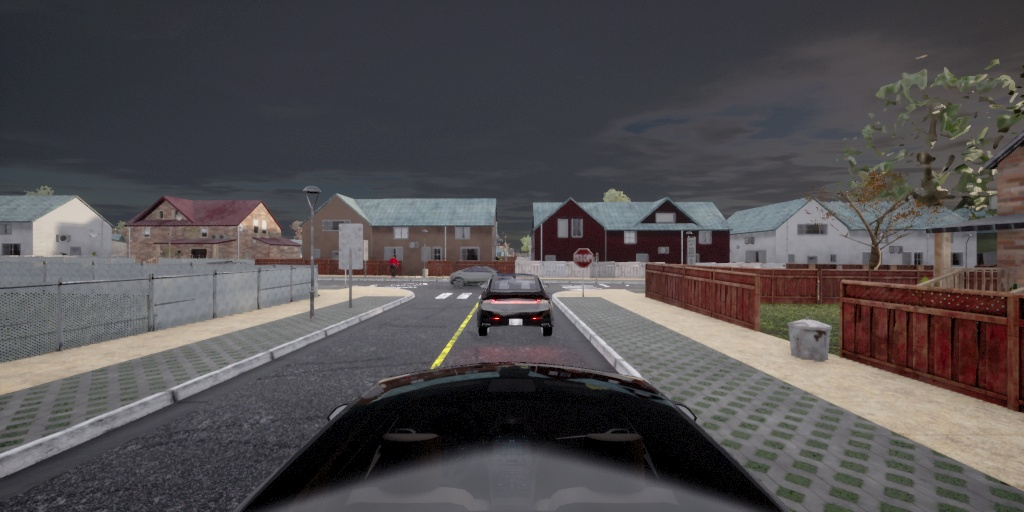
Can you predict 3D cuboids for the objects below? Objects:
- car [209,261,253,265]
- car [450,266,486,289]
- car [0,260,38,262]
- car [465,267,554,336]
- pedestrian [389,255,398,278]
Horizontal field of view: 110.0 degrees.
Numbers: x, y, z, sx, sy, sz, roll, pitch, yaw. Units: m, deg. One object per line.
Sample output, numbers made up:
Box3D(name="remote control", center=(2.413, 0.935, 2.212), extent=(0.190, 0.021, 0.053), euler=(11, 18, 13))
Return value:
Box3D(name="car", center=(-17.560, 1.094, 22.840), extent=(4.892, 1.490, 1.837), euler=(0, 0, 1))
Box3D(name="car", center=(-1.794, 1.308, 22.531), extent=(4.181, 1.385, 1.994), euler=(0, 0, 1))
Box3D(name="car", center=(-31.734, 0.989, 23.116), extent=(5.357, 1.411, 2.033), euler=(1, 0, 1))
Box3D(name="car", center=(0.077, 1.241, 10.321), extent=(2.128, 1.511, 4.902), euler=(0, 0, 0))
Box3D(name="pedestrian", center=(-9.430, 0.803, 28.542), extent=(0.375, 1.860, 0.375), euler=(0, 0, 1))
